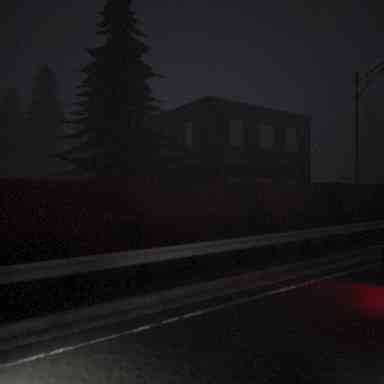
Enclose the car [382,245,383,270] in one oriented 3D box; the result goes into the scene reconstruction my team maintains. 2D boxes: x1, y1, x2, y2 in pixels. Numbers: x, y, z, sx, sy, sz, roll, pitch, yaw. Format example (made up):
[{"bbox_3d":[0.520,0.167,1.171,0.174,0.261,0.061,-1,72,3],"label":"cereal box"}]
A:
[{"bbox_3d":[6.805,1.429,8.650,4.892,1.490,1.837,0,0,-35],"label":"car"}]
